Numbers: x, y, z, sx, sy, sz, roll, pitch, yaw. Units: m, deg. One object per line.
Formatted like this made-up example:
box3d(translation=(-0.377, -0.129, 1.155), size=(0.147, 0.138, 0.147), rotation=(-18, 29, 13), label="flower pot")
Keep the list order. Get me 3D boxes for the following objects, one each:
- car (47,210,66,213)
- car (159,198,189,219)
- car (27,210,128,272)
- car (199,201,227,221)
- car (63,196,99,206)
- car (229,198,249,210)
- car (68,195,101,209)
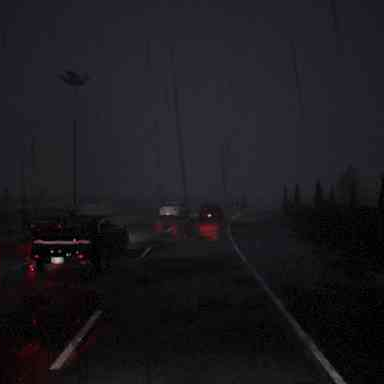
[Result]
box3d(translation=(-6.587, 1.609, 17.622), size=(1.895, 1.301, 4.718), rotation=(0, 0, 4), label="car")
box3d(translation=(-1.525, 1.539, 29.052), size=(1.812, 1.442, 4.674), rotation=(0, 0, 11), label="car")
box3d(translation=(-3.363, 1.497, 10.793), size=(2.128, 1.511, 4.902), rotation=(0, 0, 1), label="car")
box3d(translation=(1.745, 1.517, 27.491), size=(1.837, 1.490, 4.892), rotation=(0, 0, 10), label="car")
box3d(translation=(-13.479, 1.511, 39.796), size=(2.128, 1.511, 4.902), rotation=(0, 0, 16), label="car")
box3d(translation=(5.997, 1.545, 42.437), size=(1.812, 1.442, 4.674), rotation=(0, 0, 21), label="car")
box3d(translation=(-15.006, 1.372, 46.687), size=(2.097, 1.767, 4.553), rotation=(0, 0, 19), label="car")
